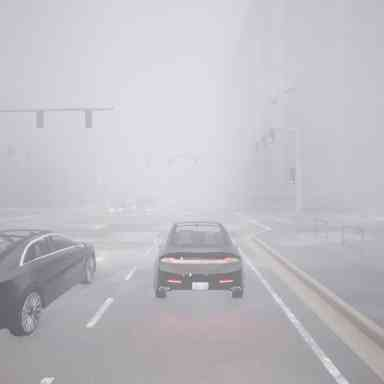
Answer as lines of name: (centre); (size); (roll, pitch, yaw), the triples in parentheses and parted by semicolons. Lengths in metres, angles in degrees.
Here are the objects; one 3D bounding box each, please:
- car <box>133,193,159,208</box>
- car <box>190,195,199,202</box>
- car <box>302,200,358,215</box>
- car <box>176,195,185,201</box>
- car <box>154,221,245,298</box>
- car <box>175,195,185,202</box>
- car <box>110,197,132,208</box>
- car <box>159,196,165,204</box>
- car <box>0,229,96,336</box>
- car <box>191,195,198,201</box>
car: (-6.721, 1.221, 49.435); (2.150, 2.045, 5.566); (0, 0, 2)
car: (0.568, 1.593, 76.374); (1.895, 1.301, 4.718); (0, 0, 0)
car: (13.456, 1.492, 32.929); (5.357, 1.411, 2.033); (0, 0, 0)
car: (-2.864, 1.523, 85.445); (2.033, 1.411, 5.357); (0, 0, 0)
car: (0.139, 1.492, 8.467); (2.128, 1.511, 4.902); (0, 0, 0)
car: (-2.937, 1.497, 75.743); (1.837, 1.490, 4.892); (0, 0, 0)
car: (-10.249, 1.564, 47.117); (1.994, 1.385, 4.181); (0, 0, 0)
car: (-6.631, 1.492, 59.649); (2.128, 1.511, 4.902); (0, 0, 1)
car: (-3.396, 1.492, 6.649); (2.128, 1.511, 4.902); (0, 0, 1)
car: (0.636, 1.461, 85.419); (1.882, 1.535, 5.008); (0, 0, 0)
